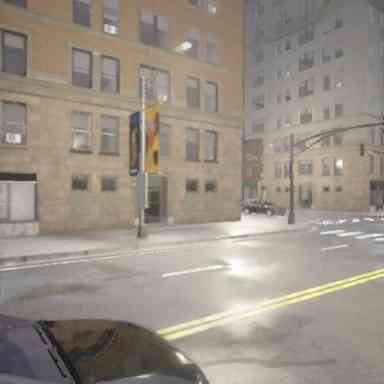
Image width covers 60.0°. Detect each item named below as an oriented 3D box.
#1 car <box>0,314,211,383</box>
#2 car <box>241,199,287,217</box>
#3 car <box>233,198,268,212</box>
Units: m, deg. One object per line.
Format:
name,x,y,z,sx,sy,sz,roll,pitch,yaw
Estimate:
car,-1.798,1.564,2.155,4.181,1.385,1.994,0,0,-36
car,7.057,1.568,32.623,1.837,1.490,4.892,0,0,-35
car,7.326,1.536,41.753,1.967,1.590,4.097,1,0,-35
